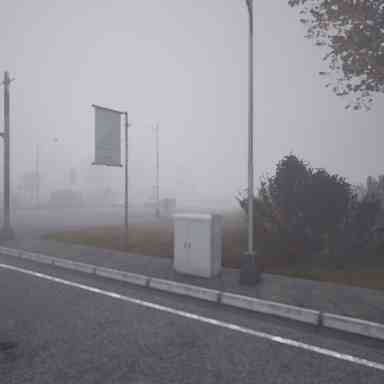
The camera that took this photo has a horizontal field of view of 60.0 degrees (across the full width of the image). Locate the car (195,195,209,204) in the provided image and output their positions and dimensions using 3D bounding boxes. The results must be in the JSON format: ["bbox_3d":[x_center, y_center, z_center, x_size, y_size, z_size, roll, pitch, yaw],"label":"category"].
[{"bbox_3d":[2.454,1.330,60.982,2.097,1.767,4.553,0,0,33],"label":"car"}]

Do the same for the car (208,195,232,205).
[{"bbox_3d":[5.387,1.493,59.072,1.882,1.535,5.008,0,0,33],"label":"car"}]

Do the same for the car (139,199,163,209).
[{"bbox_3d":[-4.394,1.571,43.866,1.895,1.301,4.718,0,0,32],"label":"car"}]

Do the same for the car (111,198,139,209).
[{"bbox_3d":[-8.505,1.492,43.919,1.812,1.442,4.674,0,0,32],"label":"car"}]
